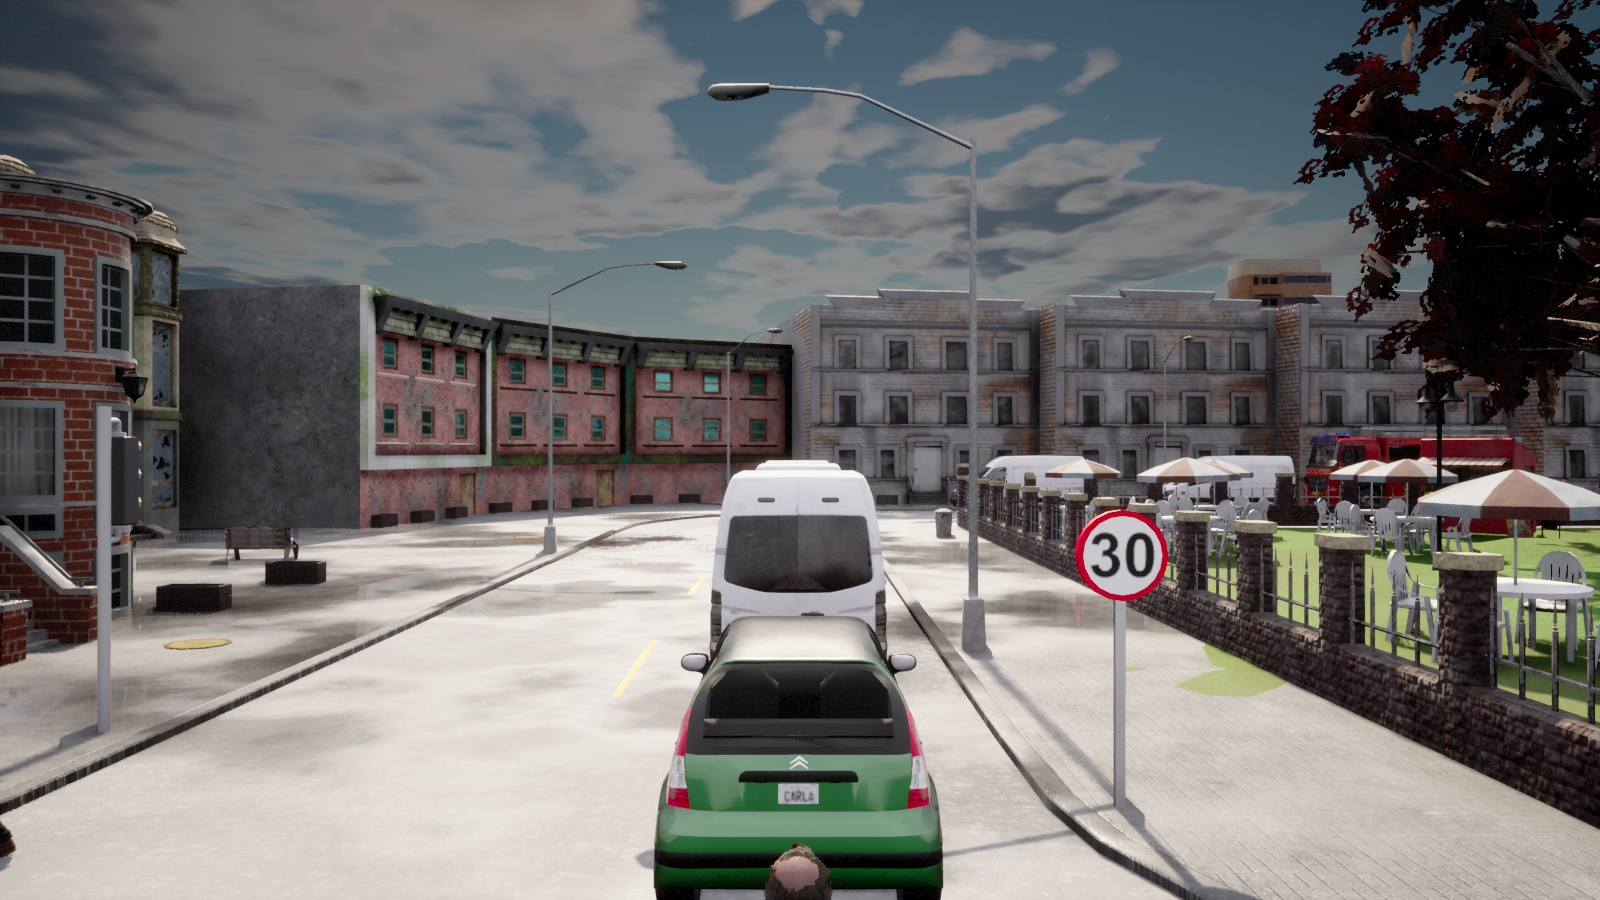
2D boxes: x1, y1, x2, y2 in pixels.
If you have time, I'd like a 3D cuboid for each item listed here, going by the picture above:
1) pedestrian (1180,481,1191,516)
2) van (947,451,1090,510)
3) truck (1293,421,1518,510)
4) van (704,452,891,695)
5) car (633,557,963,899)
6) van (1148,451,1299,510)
[{"bbox_3d":[14.314,1.805,42.430,0.375,1.300,0.375,0,0,17],"label":"pedestrian"},{"bbox_3d":[9.598,1.315,50.428,5.915,2.561,1.988,0,0,0],"label":"van"},{"bbox_3d":[26.739,0.670,50.713,8.468,3.827,2.891,0,0,0],"label":"truck"},{"bbox_3d":[-0.025,1.315,15.105,1.988,2.561,5.915,0,0,0],"label":"van"},{"bbox_3d":[-0.015,1.779,8.404,1.851,1.617,3.988,0,0,0],"label":"car"},{"bbox_3d":[18.642,1.314,50.452,5.915,2.561,1.988,0,0,0],"label":"van"}]
